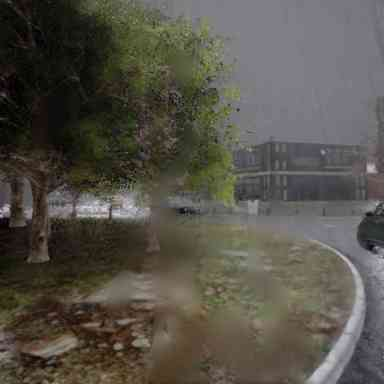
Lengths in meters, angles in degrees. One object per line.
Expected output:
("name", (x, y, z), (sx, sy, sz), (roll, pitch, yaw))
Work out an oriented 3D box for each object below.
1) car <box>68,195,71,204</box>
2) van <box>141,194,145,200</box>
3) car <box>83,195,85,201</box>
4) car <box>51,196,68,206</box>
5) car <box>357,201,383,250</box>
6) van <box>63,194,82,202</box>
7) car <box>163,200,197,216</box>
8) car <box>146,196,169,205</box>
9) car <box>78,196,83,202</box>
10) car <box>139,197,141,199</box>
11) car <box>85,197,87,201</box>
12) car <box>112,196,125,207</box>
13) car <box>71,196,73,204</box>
("car", (-27.477, 1.942, 66.535), (5.008, 1.535, 2.097), (0, 0, -10))
("van", (-8.369, 1.590, 73.655), (4.442, 1.987, 1.878), (0, 0, -10))
("car", (-30.126, 1.874, 82.870), (5.366, 1.575, 1.946), (0, 0, -10))
("car", (-26.968, 1.818, 63.820), (4.553, 1.767, 2.185), (0, 0, -10))
("car", (7.495, 1.235, 11.384), (2.150, 2.045, 5.566), (0, -1, 11))
("van", (-30.667, 1.638, 85.573), (4.442, 1.987, 1.878), (0, 0, -10))
("car", (-1.755, 1.858, 36.314), (1.895, 1.301, 4.718), (0, 0, -43))
("car", (-6.858, 1.848, 65.449), (4.792, 1.488, 2.163), (0, 0, -10))
("car", (-29.865, 1.641, 80.115), (5.566, 2.045, 2.435), (0, 0, -10))
("car", (-10.576, 1.493, 87.250), (5.566, 2.045, 2.435), (0, 0, -10))
("car", (-31.259, 1.852, 88.270), (5.008, 1.535, 2.097), (0, 0, -10))
("car", (-13.258, 1.860, 59.020), (1.882, 1.535, 5.008), (0, 0, -12))
("car", (-27.941, 1.975, 69.252), (4.674, 1.452, 2.002), (0, 0, -10))
